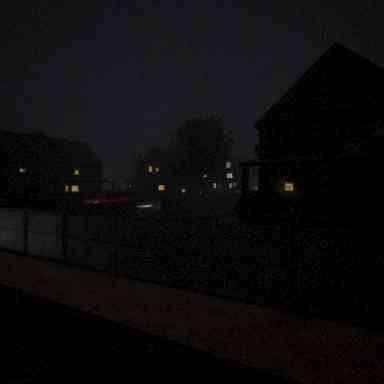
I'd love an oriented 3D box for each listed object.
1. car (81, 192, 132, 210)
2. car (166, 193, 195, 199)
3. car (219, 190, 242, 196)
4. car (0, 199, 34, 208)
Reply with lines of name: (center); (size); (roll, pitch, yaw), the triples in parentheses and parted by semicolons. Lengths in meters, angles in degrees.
car: (-7.158, 0.833, 28.222); (2.097, 1.767, 4.553); (1, 2, 35)
car: (-1.140, 0.801, 36.688); (1.994, 1.385, 4.181); (1, 2, 36)
car: (5.541, 0.457, 46.045); (2.128, 1.511, 4.902); (1, 2, 36)
car: (-12.290, 1.215, 20.985); (1.812, 1.442, 4.674); (1, 2, 35)
